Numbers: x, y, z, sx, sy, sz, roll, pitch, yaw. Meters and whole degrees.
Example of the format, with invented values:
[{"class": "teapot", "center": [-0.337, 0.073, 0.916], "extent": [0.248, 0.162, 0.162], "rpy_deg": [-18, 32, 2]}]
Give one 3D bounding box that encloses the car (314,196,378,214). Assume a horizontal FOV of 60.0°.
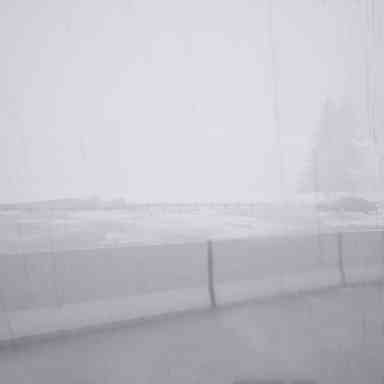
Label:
[{"class": "car", "center": [13.089, 1.070, 28.090], "extent": [5.357, 1.411, 2.033], "rpy_deg": [1, 2, -18]}]
